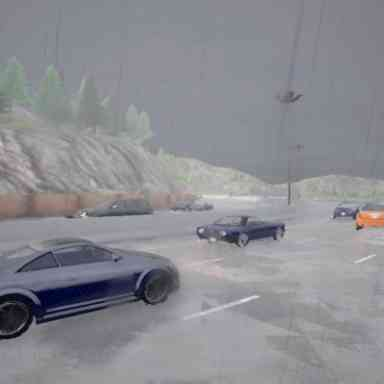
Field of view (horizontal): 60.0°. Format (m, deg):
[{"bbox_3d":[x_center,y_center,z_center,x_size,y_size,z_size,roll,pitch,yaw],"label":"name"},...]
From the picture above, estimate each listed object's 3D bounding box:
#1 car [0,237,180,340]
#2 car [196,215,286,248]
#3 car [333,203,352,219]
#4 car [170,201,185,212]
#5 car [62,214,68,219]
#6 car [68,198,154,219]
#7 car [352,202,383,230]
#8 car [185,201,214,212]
[{"bbox_3d":[-2.306,1.637,6.779,4.181,1.385,1.994,0,-1,-38],"label":"car"},{"bbox_3d":[2.470,1.726,15.553,4.718,1.301,1.895,0,-1,-44],"label":"car"},{"bbox_3d":[14.215,1.724,30.519,1.812,1.442,4.674,-1,-1,32],"label":"car"},{"bbox_3d":[-1.040,1.956,46.472,2.033,1.411,5.357,0,-1,26],"label":"car"},{"bbox_3d":[-7.442,1.860,25.626,1.895,1.301,4.718,-1,-1,45],"label":"car"},{"bbox_3d":[-5.197,1.447,22.951,5.566,2.045,2.150,0,0,-45],"label":"car"},{"bbox_3d":[12.098,1.481,21.342,2.097,1.767,4.553,-1,-1,38],"label":"car"},{"bbox_3d":[1.349,1.897,43.518,1.812,1.442,4.674,0,-1,27],"label":"car"}]
